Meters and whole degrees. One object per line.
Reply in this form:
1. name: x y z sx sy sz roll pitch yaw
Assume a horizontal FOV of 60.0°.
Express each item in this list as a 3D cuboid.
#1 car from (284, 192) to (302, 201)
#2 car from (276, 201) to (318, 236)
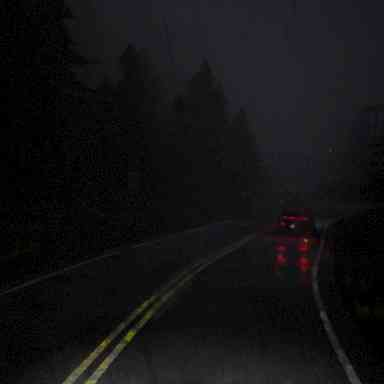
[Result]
1. car: 12.784 0.723 42.211 1.812 1.442 4.674 -3 3 10
2. car: 6.040 1.541 19.082 2.128 1.511 4.902 2 1 23
